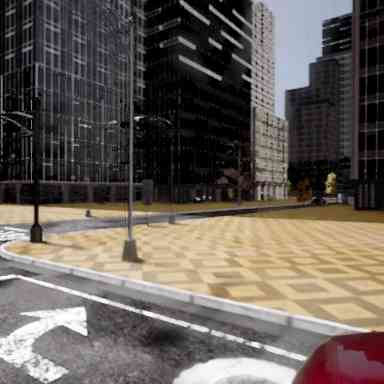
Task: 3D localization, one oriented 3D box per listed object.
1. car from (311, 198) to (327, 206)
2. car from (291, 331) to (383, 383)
[{"bbox_3d":[23.111,1.805,60.588,1.837,1.490,4.892,1,0,37],"label":"car"},{"bbox_3d":[2.609,1.565,1.814,4.181,1.385,1.994,0,0,35],"label":"car"}]
